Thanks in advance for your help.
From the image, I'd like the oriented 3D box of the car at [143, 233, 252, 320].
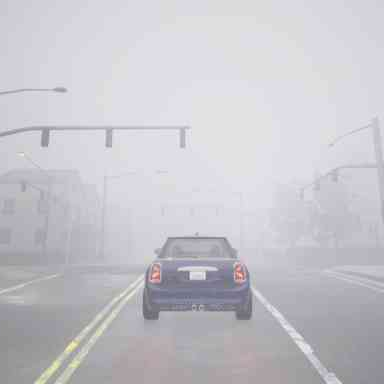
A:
[{"bbox_3d":[0.104,1.809,8.250,2.097,1.767,4.553,0,-7,0],"label":"car"}]
